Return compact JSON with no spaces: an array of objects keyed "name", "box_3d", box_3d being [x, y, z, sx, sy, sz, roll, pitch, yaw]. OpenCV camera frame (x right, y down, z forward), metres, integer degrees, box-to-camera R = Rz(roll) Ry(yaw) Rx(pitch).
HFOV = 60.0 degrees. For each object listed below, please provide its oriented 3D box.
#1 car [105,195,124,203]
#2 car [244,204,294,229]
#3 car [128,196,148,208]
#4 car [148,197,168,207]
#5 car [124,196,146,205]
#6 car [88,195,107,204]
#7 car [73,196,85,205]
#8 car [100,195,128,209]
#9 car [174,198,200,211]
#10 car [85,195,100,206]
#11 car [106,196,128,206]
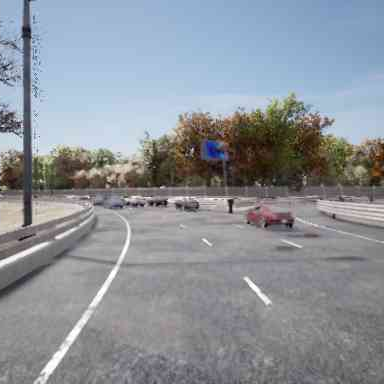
[{"name":"car","box_3d":[-15.834,1.383,67.739,1.837,1.490,4.892,0,0,-39]},{"name":"car","box_3d":[4.794,1.490,21.101,1.812,1.442,4.674,0,0,-11]},{"name":"car","box_3d":[-8.592,1.633,49.593,1.895,1.301,4.718,0,0,-27]},{"name":"car","box_3d":[-5.325,1.491,50.879,1.882,1.535,5.008,0,0,-27]},{"name":"car","box_3d":[-10.222,1.516,59.507,1.882,1.535,5.008,0,0,-34]},{"name":"car","box_3d":[-18.637,1.454,65.643,1.837,1.490,4.892,0,0,-39]},{"name":"car","box_3d":[-21.439,1.559,63.547,1.882,1.535,5.008,0,0,-39]},{"name":"car","box_3d":[-10.992,1.595,46.549,2.033,1.411,5.357,0,0,-27]},{"name":"car","box_3d":[-0.674,1.487,40.179,2.128,1.511,4.902,0,0,-21]},{"name":"car","box_3d":[-15.584,1.619,54.919,2.033,1.411,5.357,0,0,-31]},{"name":"car","box_3d":[-12.938,1.547,57.272,2.128,1.511,4.902,0,0,-34]}]
